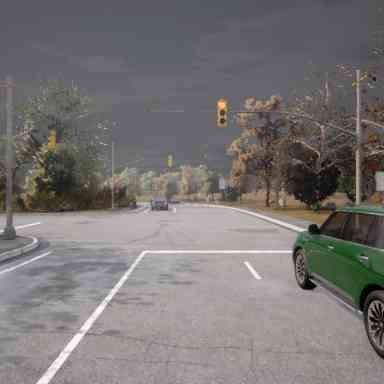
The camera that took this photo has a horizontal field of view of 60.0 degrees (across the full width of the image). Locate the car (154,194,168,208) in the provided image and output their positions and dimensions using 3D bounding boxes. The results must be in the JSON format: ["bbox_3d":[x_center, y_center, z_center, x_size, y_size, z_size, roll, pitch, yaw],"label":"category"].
[{"bbox_3d":[-5.023,1.456,53.975,2.150,2.045,5.566,0,-1,-7],"label":"car"}]

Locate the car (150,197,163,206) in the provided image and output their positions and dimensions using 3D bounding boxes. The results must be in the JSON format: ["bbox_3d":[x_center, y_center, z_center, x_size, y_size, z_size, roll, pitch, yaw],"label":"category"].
[{"bbox_3d":[-7.253,1.892,67.919,2.097,1.767,4.553,0,-1,-12],"label":"car"}]

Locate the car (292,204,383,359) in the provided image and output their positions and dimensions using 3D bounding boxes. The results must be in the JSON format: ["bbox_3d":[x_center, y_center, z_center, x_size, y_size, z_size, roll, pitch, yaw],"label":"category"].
[{"bbox_3d":[3.586,1.221,6.026,2.150,2.045,5.566,0,0,0],"label":"car"}]

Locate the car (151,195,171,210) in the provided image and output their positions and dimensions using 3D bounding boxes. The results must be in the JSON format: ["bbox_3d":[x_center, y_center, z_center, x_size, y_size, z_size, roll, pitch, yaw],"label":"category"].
[{"bbox_3d":[-4.155,1.428,43.246,2.097,1.767,4.553,0,-1,-4],"label":"car"}]

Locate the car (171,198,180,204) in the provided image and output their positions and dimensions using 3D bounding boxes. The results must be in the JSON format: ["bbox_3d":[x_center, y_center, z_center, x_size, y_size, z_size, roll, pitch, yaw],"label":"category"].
[{"bbox_3d":[-4.601,2.359,82.953,2.128,1.511,4.902,0,-1,-22],"label":"car"}]
